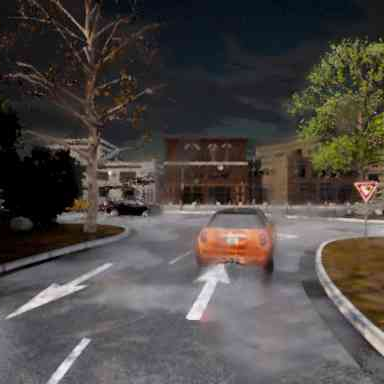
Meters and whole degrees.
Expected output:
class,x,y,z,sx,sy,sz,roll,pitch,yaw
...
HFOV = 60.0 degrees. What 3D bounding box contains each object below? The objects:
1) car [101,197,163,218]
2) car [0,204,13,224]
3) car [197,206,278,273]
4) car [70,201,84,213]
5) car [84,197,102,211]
class,x,y,z,sx,sy,sz,roll,pitch,yaw
car,-4.887,1.370,28.534,5.008,1.535,1.882,-1,-1,20
car,-12.180,1.239,24.717,2.435,2.045,5.566,-1,0,1
car,1.646,1.288,10.813,2.097,1.767,4.553,0,0,16
car,-12.827,1.455,36.966,2.097,1.535,5.008,-1,0,1
car,-9.795,1.278,36.886,2.185,1.767,4.553,-1,0,1
